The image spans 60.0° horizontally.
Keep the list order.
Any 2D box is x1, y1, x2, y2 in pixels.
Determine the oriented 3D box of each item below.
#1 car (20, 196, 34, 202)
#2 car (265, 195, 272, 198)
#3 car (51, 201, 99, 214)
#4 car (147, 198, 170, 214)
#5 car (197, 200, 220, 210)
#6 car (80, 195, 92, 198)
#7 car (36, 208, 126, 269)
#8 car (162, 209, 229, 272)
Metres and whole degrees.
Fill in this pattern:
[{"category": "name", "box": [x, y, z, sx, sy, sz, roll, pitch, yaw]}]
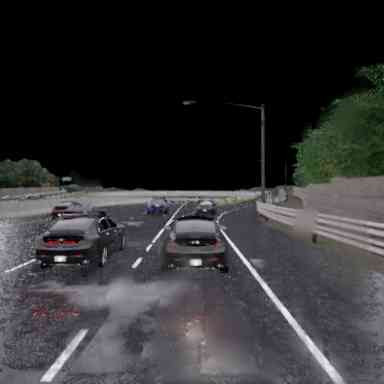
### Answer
[{"category": "car", "box": [-42.795, 1.696, 85.336, 2.128, 1.511, 4.902, 1, 0, -16]}, {"category": "car", "box": [20.520, 1.719, 91.838, 1.895, 1.301, 4.718, -1, 1, 17]}, {"category": "car", "box": [-6.908, 1.532, 21.573, 2.128, 1.511, 4.902, 0, 0, 0]}, {"category": "car", "box": [-3.513, 1.419, 35.907, 2.097, 1.767, 4.553, 0, 0, 0]}, {"category": "car", "box": [1.634, 1.584, 34.300, 1.812, 1.442, 4.674, 0, 0, 10]}, {"category": "car", "box": [-28.034, 1.905, 87.866, 2.150, 2.045, 5.566, 0, -1, 0]}, {"category": "car", "box": [-3.504, 1.526, 11.270, 1.837, 1.490, 4.892, 0, 0, 0]}, {"category": "car", "box": [0.097, 1.525, 10.792, 1.837, 1.490, 4.892, 0, 0, 0]}]
